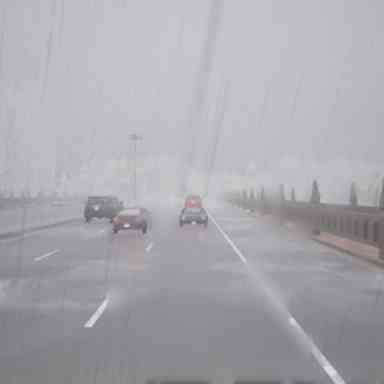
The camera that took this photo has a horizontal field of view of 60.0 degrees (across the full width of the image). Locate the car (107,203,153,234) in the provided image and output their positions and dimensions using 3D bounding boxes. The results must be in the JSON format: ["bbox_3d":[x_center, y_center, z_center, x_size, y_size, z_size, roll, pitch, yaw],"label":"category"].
[{"bbox_3d":[-3.399,1.581,19.640,1.812,1.442,4.674,0,0,0],"label":"car"}]

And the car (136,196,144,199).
[{"bbox_3d":[-12.813,1.727,82.338,1.837,1.490,4.892,0,0,2],"label":"car"}]

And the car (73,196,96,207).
[{"bbox_3d":[-17.197,1.502,53.587,2.097,1.767,4.553,0,0,2],"label":"car"}]

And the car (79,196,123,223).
[{"bbox_3d":[-6.899,1.296,26.696,2.150,2.045,5.566,0,0,0],"label":"car"}]

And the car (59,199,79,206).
[{"bbox_3d":[-14.022,1.662,41.043,2.033,1.411,5.357,0,0,1],"label":"car"}]

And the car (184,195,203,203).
[{"bbox_3d":[0.193,1.337,41.532,2.150,2.045,5.566,0,0,1],"label":"car"}]

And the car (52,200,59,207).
[{"bbox_3d":[-20.698,1.751,53.434,1.895,1.301,4.718,0,0,2],"label":"car"}]

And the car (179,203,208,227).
[{"bbox_3d":[0.102,1.665,23.112,1.895,1.301,4.718,0,0,0],"label":"car"}]
